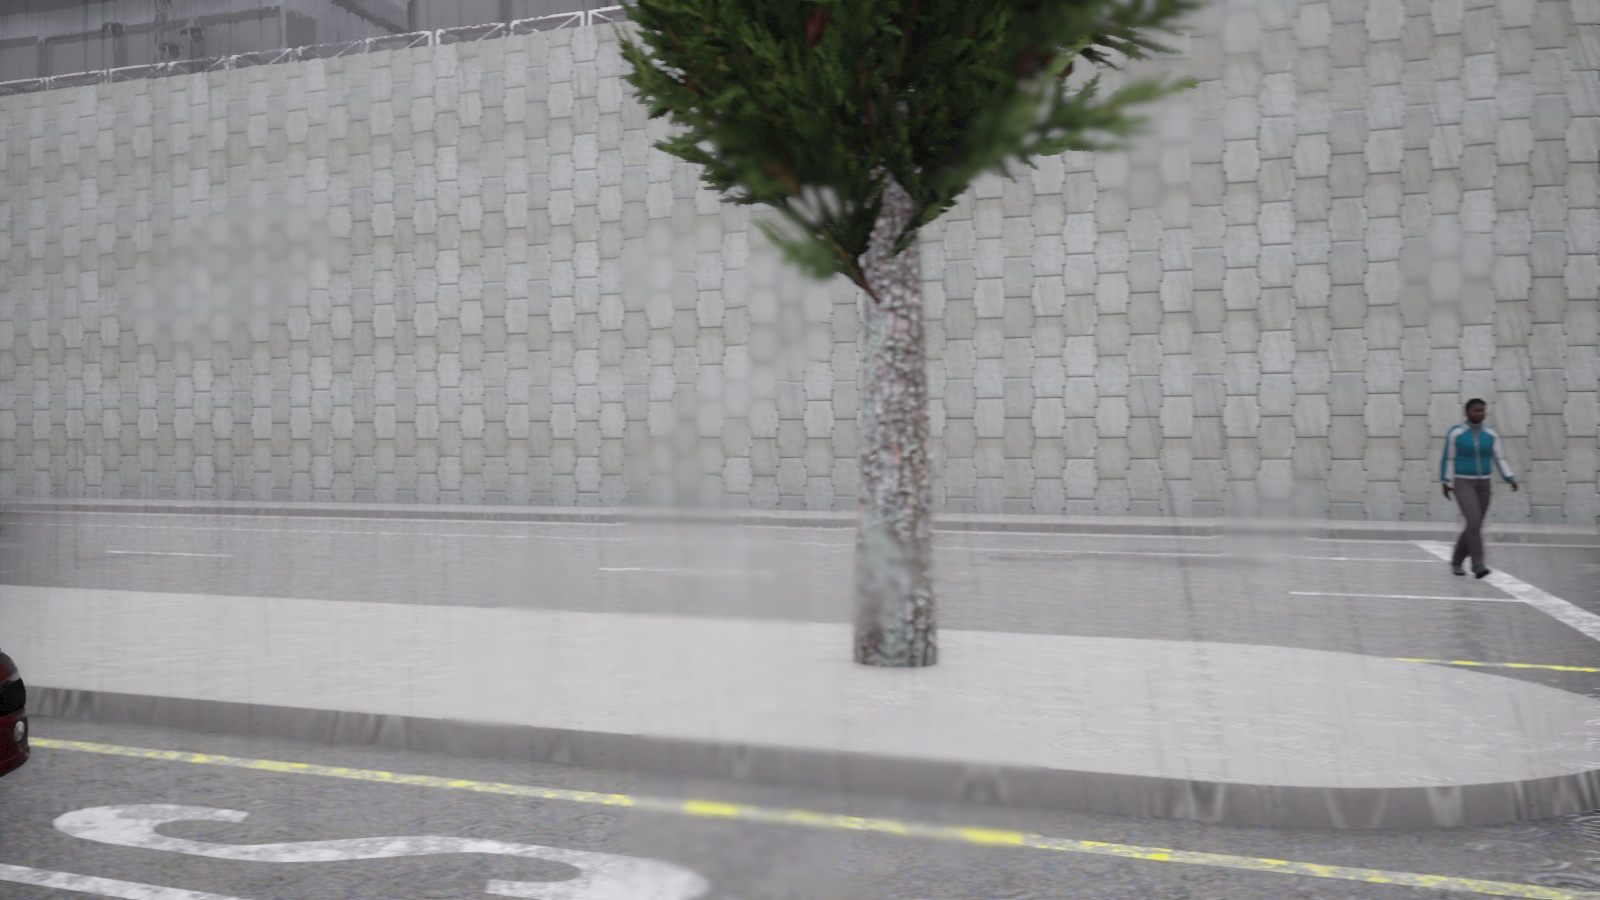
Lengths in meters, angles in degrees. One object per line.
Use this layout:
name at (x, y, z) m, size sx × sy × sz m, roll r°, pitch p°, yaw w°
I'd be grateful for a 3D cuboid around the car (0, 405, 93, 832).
car at (-5.086, 0.630, 4.903) m, size 3.988 × 1.617 × 1.851 m, roll 0°, pitch 1°, yaw 19°

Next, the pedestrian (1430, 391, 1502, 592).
pedestrian at (6.585, 0.396, 12.445) m, size 0.396 × 1.930 × 0.692 m, roll 0°, pitch 1°, yaw 8°
